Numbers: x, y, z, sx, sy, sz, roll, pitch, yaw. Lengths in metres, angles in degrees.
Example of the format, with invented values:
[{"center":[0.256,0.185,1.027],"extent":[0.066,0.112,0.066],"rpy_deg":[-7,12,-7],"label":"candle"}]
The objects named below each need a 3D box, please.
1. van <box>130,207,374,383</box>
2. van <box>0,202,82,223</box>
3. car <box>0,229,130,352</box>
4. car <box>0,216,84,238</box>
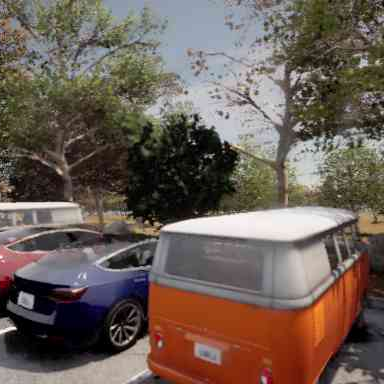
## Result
[{"center":[1.403,1.258,4.904],"extent":[1.878,1.987,4.442],"rpy_deg":[0,0,36],"label":"van"},{"center":[-5.373,1.304,9.463],"extent":[1.878,1.987,4.442],"rpy_deg":[-1,0,35],"label":"van"},{"center":[-0.903,1.523,6.442],"extent":[2.163,1.488,4.792],"rpy_deg":[0,0,36],"label":"car"},{"center":[-3.052,1.538,7.975],"extent":[2.163,1.488,4.792],"rpy_deg":[-1,0,36],"label":"car"}]
